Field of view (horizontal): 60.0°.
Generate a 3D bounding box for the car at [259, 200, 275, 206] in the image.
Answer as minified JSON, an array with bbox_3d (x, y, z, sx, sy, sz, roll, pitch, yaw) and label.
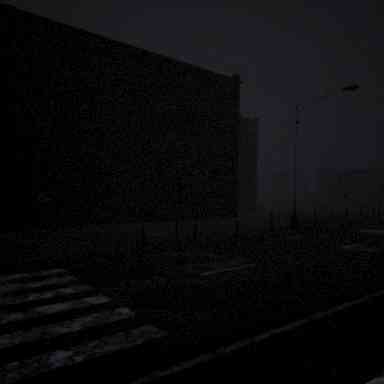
[{"bbox_3d":[16.844,2.445,74.597,2.163,1.488,4.792,1,-1,43],"label":"car"}]
